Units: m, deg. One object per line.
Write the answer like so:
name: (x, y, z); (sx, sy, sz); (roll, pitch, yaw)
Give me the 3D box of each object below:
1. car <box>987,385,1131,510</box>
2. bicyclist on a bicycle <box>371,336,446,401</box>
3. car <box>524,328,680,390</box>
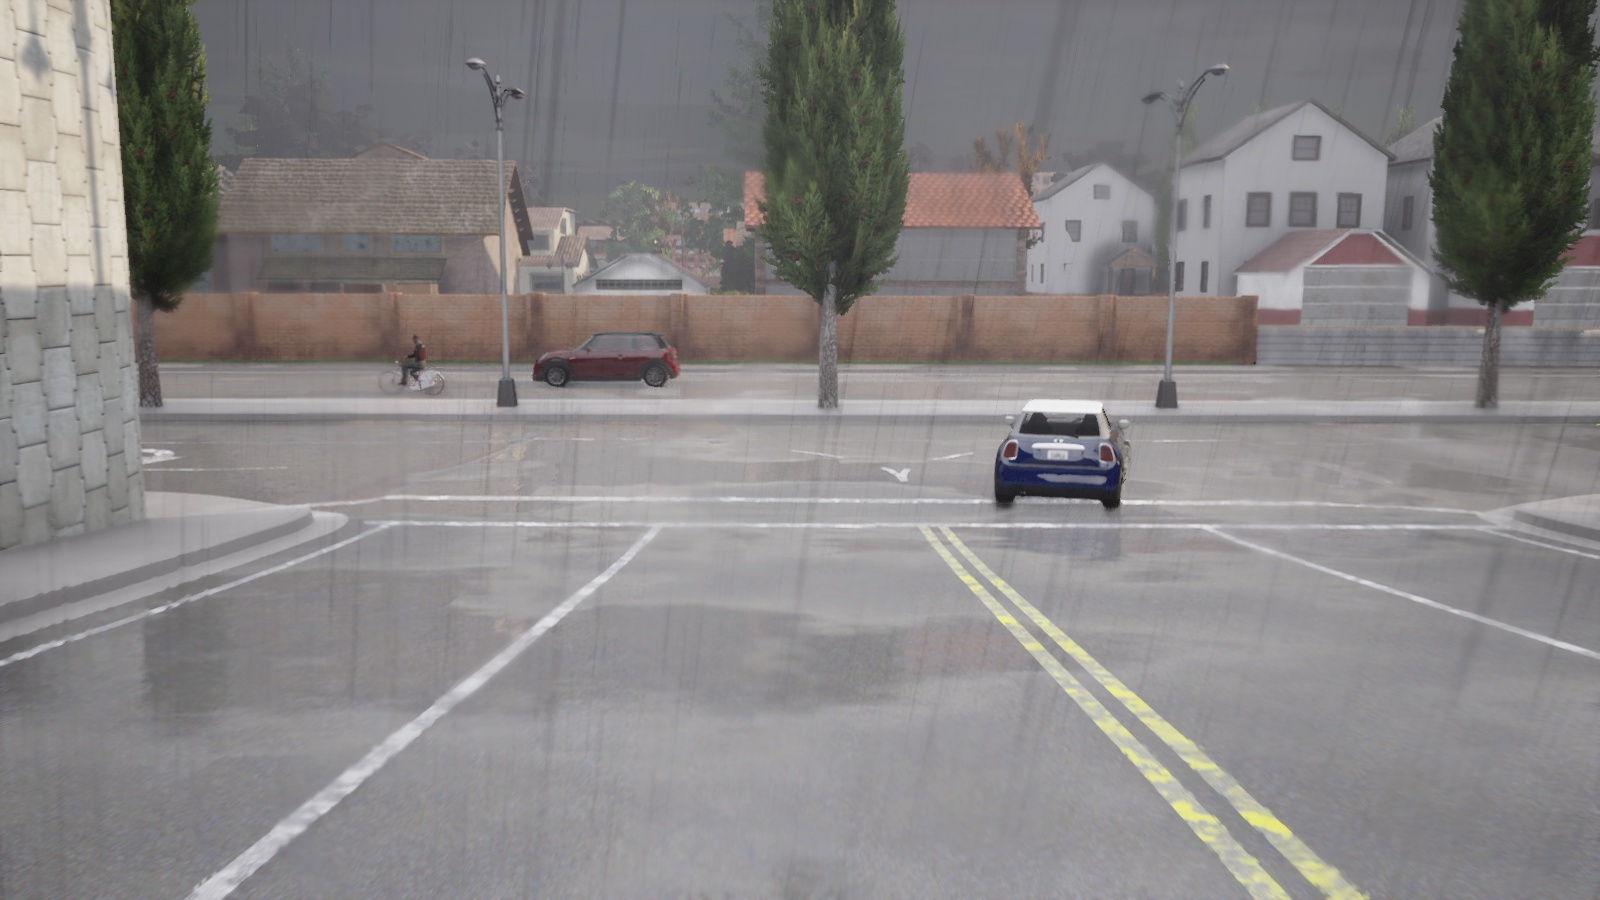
car: (4.193, -0.142, 19.903); (1.970, 1.475, 3.806); (2, 8, 15)
bicyclist on a bicycle: (-11.154, -2.331, 35.799); (1.843, 1.776, 0.659); (0, 8, -1)
car: (-6.143, -2.883, 39.374); (4.553, 1.767, 2.097); (0, 8, -1)
